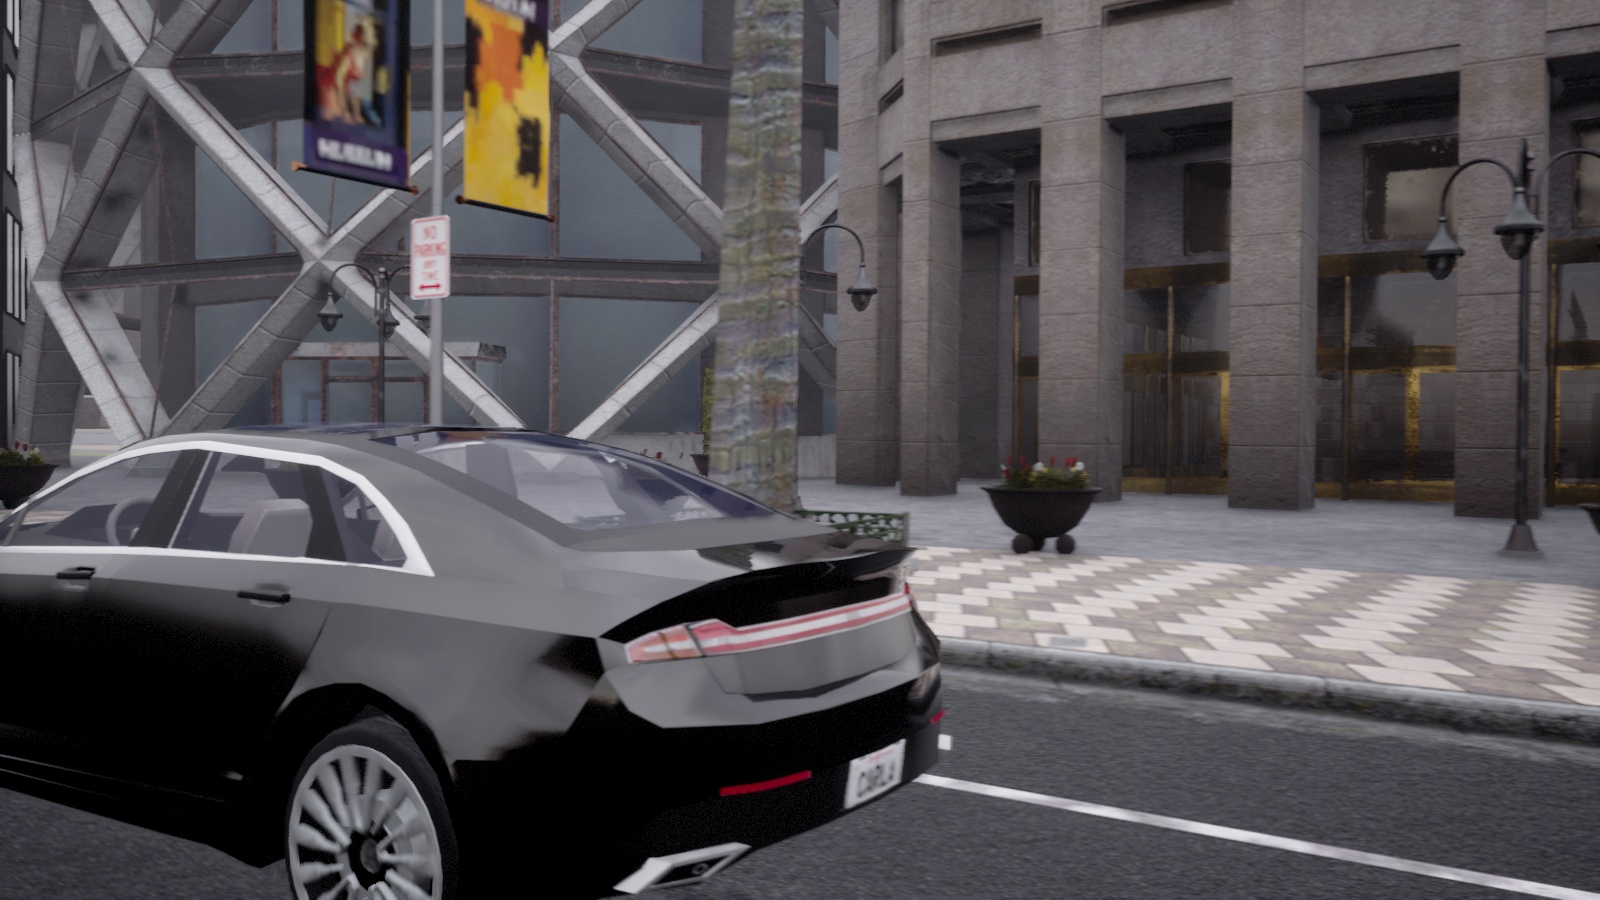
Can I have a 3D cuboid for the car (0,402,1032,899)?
[{"bbox_3d":[-1.839,0.646,4.779,4.902,1.511,2.128,0,1,32],"label":"car"}]
